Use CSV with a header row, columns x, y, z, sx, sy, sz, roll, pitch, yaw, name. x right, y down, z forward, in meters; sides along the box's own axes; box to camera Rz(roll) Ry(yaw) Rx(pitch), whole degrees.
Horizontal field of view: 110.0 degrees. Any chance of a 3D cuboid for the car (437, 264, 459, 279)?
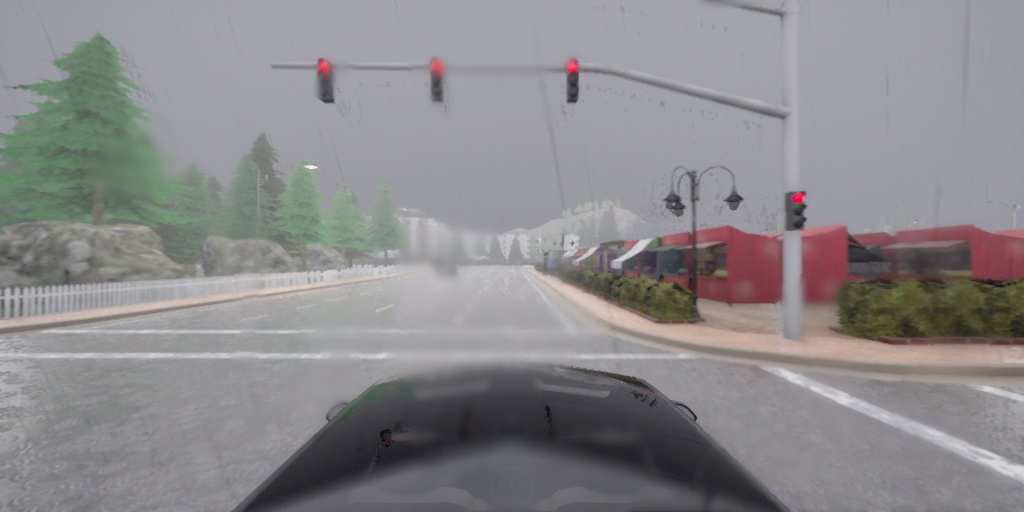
x,y,z,sx,sy,sz,roll,pitch,yaw,name
-7.014,1.667,39.536,2.128,1.511,4.902,0,-1,0,car
